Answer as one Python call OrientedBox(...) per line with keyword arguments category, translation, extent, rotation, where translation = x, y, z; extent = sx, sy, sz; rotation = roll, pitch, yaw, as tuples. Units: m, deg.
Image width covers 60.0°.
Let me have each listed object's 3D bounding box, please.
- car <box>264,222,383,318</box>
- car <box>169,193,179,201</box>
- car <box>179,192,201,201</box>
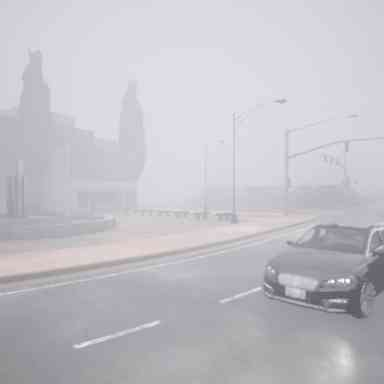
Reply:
OrientedBox(category="car", translation=(3.453, 1.491, 7.605), extent=(2.128, 1.511, 4.902), rotation=(0, 0, 42))
OrientedBox(category="car", translation=(-2.795, 1.155, 77.198), extent=(1.905, 1.878, 3.866), rotation=(0, 0, 36))
OrientedBox(category="car", translation=(-0.470, 1.395, 75.472), extent=(1.970, 1.475, 3.806), rotation=(0, 0, 36))
